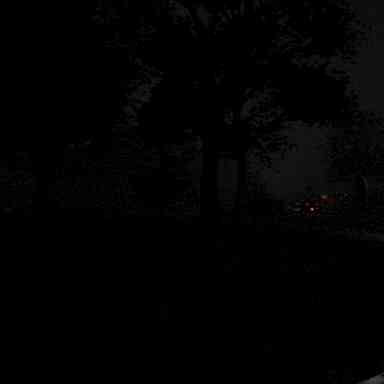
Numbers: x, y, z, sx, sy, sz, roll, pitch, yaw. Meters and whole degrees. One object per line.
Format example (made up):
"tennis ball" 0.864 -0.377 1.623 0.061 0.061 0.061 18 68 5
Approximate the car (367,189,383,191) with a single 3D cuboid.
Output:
"car" 28.295 0.909 52.859 4.553 1.767 2.185 1 2 28

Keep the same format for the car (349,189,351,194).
"car" 30.874 0.673 57.715 5.566 2.045 2.435 1 2 28

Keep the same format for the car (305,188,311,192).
"car" 28.361 0.168 86.179 2.163 1.488 4.792 1 2 34

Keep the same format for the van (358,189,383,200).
"van" 34.842 0.521 64.722 4.442 1.987 1.878 1 2 30

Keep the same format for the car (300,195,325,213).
"car" 12.525 1.382 35.125 1.837 1.490 4.892 1 1 16

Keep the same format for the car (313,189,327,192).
"car" 24.602 0.776 62.571 1.882 1.535 5.008 1 2 29

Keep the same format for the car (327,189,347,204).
"car" 22.994 0.887 52.742 2.097 1.767 4.553 1 2 27

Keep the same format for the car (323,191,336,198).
"car" 29.444 0.508 71.197 1.895 1.301 4.718 1 2 31

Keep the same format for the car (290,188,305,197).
"car" 25.406 0.271 81.550 2.097 1.535 5.008 1 2 32

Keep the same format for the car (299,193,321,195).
"car" 15.854 1.247 44.622 1.994 1.385 4.181 1 1 23

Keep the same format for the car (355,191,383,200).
"car" 35.949 0.674 67.244 5.366 1.575 1.946 1 2 31

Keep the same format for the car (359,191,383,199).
"car" 38.891 0.577 71.848 4.792 1.488 2.163 1 2 32

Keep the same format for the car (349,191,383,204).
"car" 26.967 1.089 50.448 4.892 1.521 2.231 1 2 28

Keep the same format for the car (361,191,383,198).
"car" 40.378 0.509 74.135 4.792 1.488 2.163 1 2 32

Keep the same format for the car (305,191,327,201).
"car" 20.021 1.044 53.761 2.033 1.411 5.357 1 2 28

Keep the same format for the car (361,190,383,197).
"car" 41.812 0.410 76.459 4.892 1.521 2.231 1 2 33

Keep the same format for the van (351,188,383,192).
"van" 29.460 0.751 55.359 4.442 1.987 1.878 1 2 28

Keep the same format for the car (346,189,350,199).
"car" 32.474 0.630 70.420 2.128 1.511 4.902 1 2 31

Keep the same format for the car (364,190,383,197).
"car" 44.861 0.291 81.141 4.792 1.488 2.163 1 2 34
